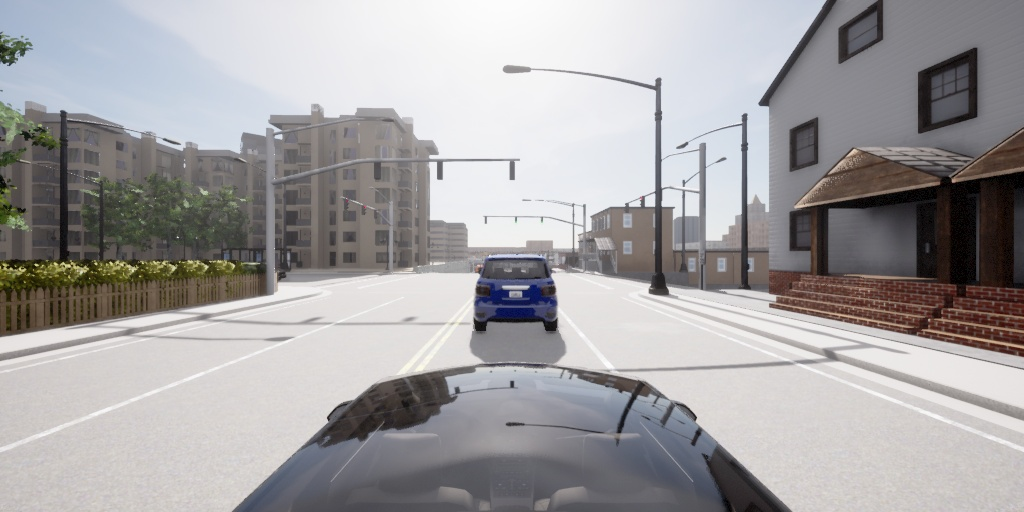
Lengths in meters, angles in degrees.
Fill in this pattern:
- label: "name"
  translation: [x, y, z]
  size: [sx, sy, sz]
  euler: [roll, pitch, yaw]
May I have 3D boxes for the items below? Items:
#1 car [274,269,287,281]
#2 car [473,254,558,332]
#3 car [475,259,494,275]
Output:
- label: "car"
  translation: [-20.347, 1.255, 28.067]
  size: [4.892, 1.490, 1.837]
  euler: [0, 0, 1]
- label: "car"
  translation: [0.101, 0.972, 10.998]
  size: [2.150, 2.045, 5.566]
  euler: [0, 0, 0]
- label: "car"
  translation: [-3.562, 1.506, 46.886]
  size: [2.097, 1.767, 4.553]
  euler: [1, -5, 0]
